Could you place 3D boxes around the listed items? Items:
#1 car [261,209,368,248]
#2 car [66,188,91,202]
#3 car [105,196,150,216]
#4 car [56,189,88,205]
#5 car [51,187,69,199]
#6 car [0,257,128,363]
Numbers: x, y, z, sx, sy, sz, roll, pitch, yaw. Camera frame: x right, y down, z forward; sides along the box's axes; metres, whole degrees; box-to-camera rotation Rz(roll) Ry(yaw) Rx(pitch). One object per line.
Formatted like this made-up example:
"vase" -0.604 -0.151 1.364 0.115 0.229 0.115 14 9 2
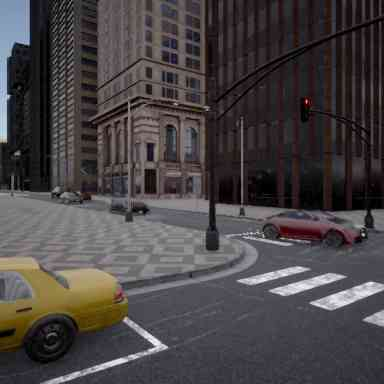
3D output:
"car" 5.086 1.417 14.118 4.181 1.385 1.994 1 1 42
"car" -15.982 0.575 47.488 1.882 1.535 5.008 0 1 -35
"car" -5.404 1.072 27.304 2.033 1.411 5.357 0 1 -36
"car" -14.527 0.734 40.086 1.837 1.490 4.892 0 1 -35
"car" -21.947 0.133 55.746 2.150 2.045 5.566 0 1 -36
"car" -3.276 1.525 4.312 4.829 1.417 1.752 0 0 -35
